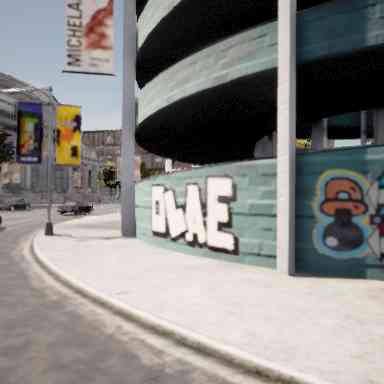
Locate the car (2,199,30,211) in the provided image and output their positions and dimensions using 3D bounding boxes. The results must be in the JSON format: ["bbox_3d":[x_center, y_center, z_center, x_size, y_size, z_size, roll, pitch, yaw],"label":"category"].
[{"bbox_3d":[-22.515,1.676,42.053,1.837,1.490,4.892,0,0,8],"label":"car"}]

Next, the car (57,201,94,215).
[{"bbox_3d":[-12.636,1.721,36.290,2.033,1.411,5.357,0,0,8],"label":"car"}]

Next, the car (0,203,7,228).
[{"bbox_3d":[-12.556,1.572,19.267,1.812,1.442,4.674,1,0,-15],"label":"car"}]
